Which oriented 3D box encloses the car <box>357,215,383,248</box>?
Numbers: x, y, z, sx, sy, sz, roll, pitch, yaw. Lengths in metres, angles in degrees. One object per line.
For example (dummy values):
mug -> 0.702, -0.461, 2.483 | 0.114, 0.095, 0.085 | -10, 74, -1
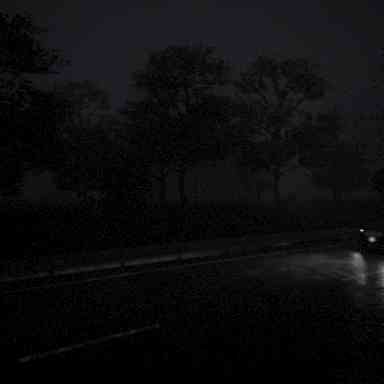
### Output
car -> 8.721, 1.470, 13.357 | 4.902, 1.511, 2.128 | 0, 0, -29
